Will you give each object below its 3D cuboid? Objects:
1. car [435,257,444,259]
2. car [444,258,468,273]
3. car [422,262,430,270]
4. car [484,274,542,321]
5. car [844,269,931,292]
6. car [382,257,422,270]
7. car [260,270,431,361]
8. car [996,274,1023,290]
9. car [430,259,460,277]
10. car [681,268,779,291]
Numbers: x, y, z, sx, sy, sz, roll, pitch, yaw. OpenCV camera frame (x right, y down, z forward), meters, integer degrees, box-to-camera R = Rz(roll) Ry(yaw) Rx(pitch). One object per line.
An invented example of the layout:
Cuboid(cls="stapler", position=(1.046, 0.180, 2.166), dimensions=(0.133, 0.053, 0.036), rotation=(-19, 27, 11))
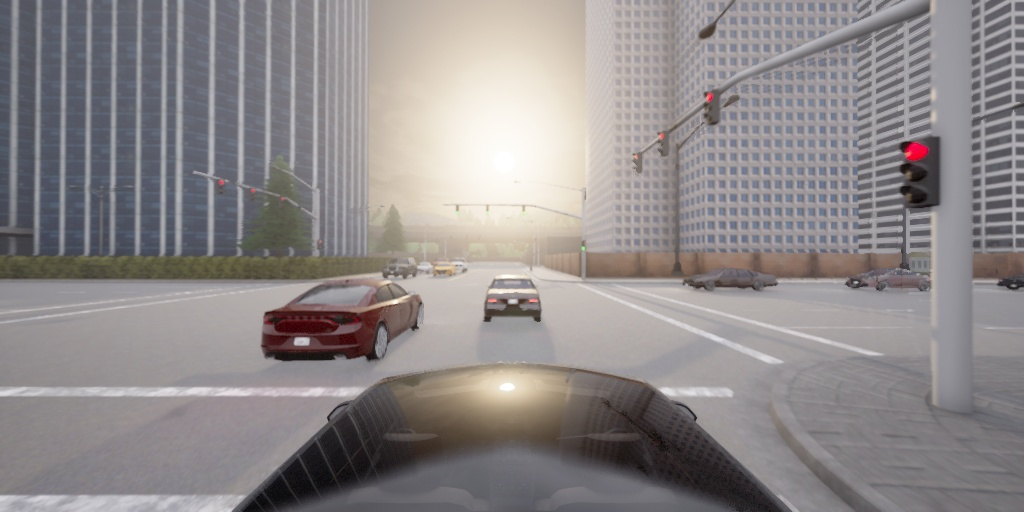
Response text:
Cuboid(cls="car", position=(-10.927, 1.248, 55.437), dimensions=(2.150, 2.045, 5.566), rotation=(0, 0, 0))
Cuboid(cls="car", position=(-7.430, 1.224, 49.632), dimensions=(2.150, 2.045, 5.566), rotation=(0, 0, 0))
Cuboid(cls="car", position=(-10.912, 1.491, 44.695), dimensions=(1.812, 1.442, 4.674), rotation=(0, 0, 0))
Cuboid(cls="car", position=(0.007, 1.360, 12.740), dimensions=(2.033, 1.411, 5.357), rotation=(0, 0, 0))
Cuboid(cls="car", position=(23.782, 1.496, 22.725), dimensions=(4.181, 1.385, 1.994), rotation=(0, 0, 0))
Cuboid(cls="car", position=(-10.854, 1.134, 35.157), dimensions=(2.150, 2.045, 5.566), rotation=(0, 0, 0))
Cuboid(cls="car", position=(-3.463, 1.256, 8.359), dimensions=(1.882, 1.535, 5.008), rotation=(0, 0, 0))
Cuboid(cls="car", position=(34.417, 1.507, 22.697), dimensions=(5.357, 1.411, 2.033), rotation=(0, 0, 0))
Cuboid(cls="car", position=(-7.385, 1.424, 39.789), dimensions=(1.882, 1.535, 5.008), rotation=(0, 0, 0))
Cuboid(cls="car", position=(13.726, 1.453, 22.735), dimensions=(5.357, 1.411, 2.033), rotation=(0, 0, 0))
